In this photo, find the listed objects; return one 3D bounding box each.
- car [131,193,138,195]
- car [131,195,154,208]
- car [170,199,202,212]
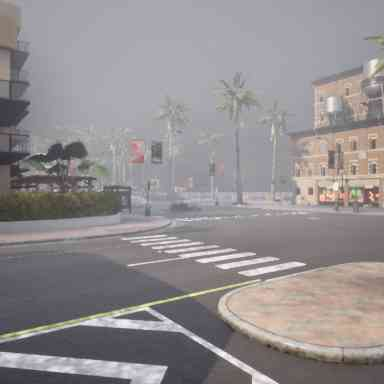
[{"bbox_3d":[-12.661,1.218,67.390,2.150,2.045,5.566,0,0,-38],"label":"car"},{"bbox_3d":[-7.183,1.526,47.433,1.812,1.442,4.674,0,0,-35],"label":"car"},{"bbox_3d":[-0.810,1.526,38.331,1.812,1.442,4.674,0,0,-35],"label":"car"}]
